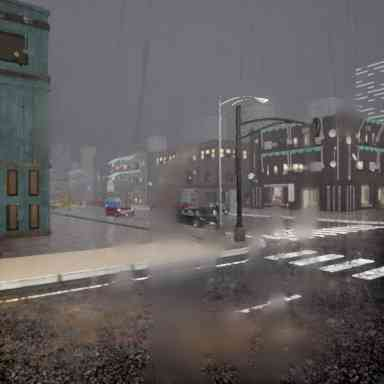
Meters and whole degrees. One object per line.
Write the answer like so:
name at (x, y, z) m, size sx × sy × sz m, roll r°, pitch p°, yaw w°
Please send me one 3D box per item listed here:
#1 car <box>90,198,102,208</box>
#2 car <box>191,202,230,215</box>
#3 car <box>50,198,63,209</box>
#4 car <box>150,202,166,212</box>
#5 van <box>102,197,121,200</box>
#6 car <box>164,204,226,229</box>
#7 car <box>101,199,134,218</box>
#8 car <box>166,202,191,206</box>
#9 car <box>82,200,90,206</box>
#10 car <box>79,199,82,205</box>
car at (-16.942, 1.939, 62.965) m, size 2.192 × 1.841 × 5.009 m, roll -1°, pitch 0°, yaw -35°
car at (2.252, 1.809, 35.859) m, size 2.008 × 1.369 × 4.403 m, roll -2°, pitch 0°, yaw -35°
car at (-23.677, 2.232, 57.983) m, size 1.752 × 1.417 × 4.829 m, roll -1°, pitch 0°, yaw -35°
car at (-4.142, 1.966, 44.894) m, size 1.802 × 1.307 × 4.206 m, roll -1°, pitch 0°, yaw -35°
van at (-13.743, 1.907, 58.447) m, size 1.690 × 1.788 × 3.998 m, roll -1°, pitch 0°, yaw -35°
car at (0.134, 1.814, 24.137) m, size 1.947 × 1.339 × 4.313 m, roll -1°, pitch 0°, yaw -35°
car at (-7.787, 1.846, 35.533) m, size 1.967 × 1.590 × 4.097 m, roll -1°, pitch 0°, yaw -35°
car at (-0.945, 1.903, 40.377) m, size 1.802 × 1.307 × 4.206 m, roll -2°, pitch 0°, yaw -35°
car at (-20.134, 2.227, 67.483) m, size 1.887 × 1.381 × 4.507 m, roll -1°, pitch 0°, yaw -35°
car at (-26.530, 2.364, 76.519) m, size 1.947 × 1.339 × 4.313 m, roll -1°, pitch 0°, yaw -35°
